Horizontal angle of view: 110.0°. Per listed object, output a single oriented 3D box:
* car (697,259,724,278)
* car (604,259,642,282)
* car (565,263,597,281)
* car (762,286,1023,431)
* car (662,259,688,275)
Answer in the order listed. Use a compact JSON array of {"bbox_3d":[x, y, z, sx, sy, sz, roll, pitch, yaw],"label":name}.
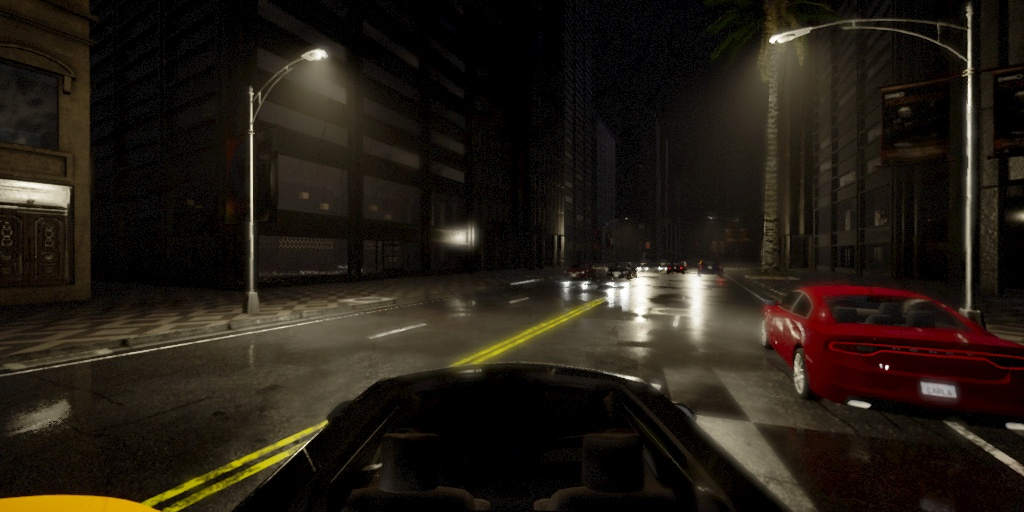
[{"bbox_3d":[19.310,1.125,34.948,2.097,1.767,4.553,0,0,27],"label":"car"},{"bbox_3d":[9.179,1.258,29.879,2.128,1.511,4.902,0,0,27],"label":"car"},{"bbox_3d":[6.018,1.292,30.838,1.812,1.442,4.674,0,0,27],"label":"car"},{"bbox_3d":[5.517,1.229,5.880,1.882,1.535,5.008,0,0,27],"label":"car"},{"bbox_3d":[18.673,1.326,40.771,2.033,1.411,5.357,0,0,27],"label":"car"}]
